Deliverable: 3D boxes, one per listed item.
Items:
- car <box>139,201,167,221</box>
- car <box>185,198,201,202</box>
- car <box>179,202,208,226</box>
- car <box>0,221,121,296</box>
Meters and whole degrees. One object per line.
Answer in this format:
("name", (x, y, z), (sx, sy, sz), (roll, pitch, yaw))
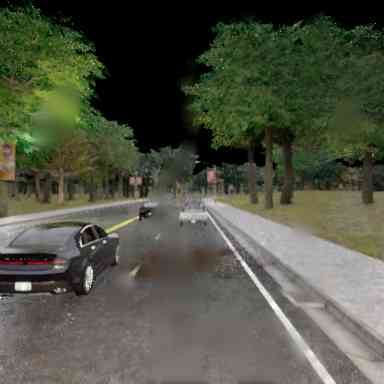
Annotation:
("car", (-3.144, 1.496, 27.411), (1.882, 1.535, 5.008), (0, 0, 0))
("car", (0.109, 1.518, 41.680), (2.128, 1.511, 4.902), (0, 0, 0))
("car", (0.104, 1.617, 23.724), (1.895, 1.301, 4.718), (0, 0, 0))
("car", (-3.148, 1.511, 8.623), (1.837, 1.490, 4.892), (0, 0, 0))
